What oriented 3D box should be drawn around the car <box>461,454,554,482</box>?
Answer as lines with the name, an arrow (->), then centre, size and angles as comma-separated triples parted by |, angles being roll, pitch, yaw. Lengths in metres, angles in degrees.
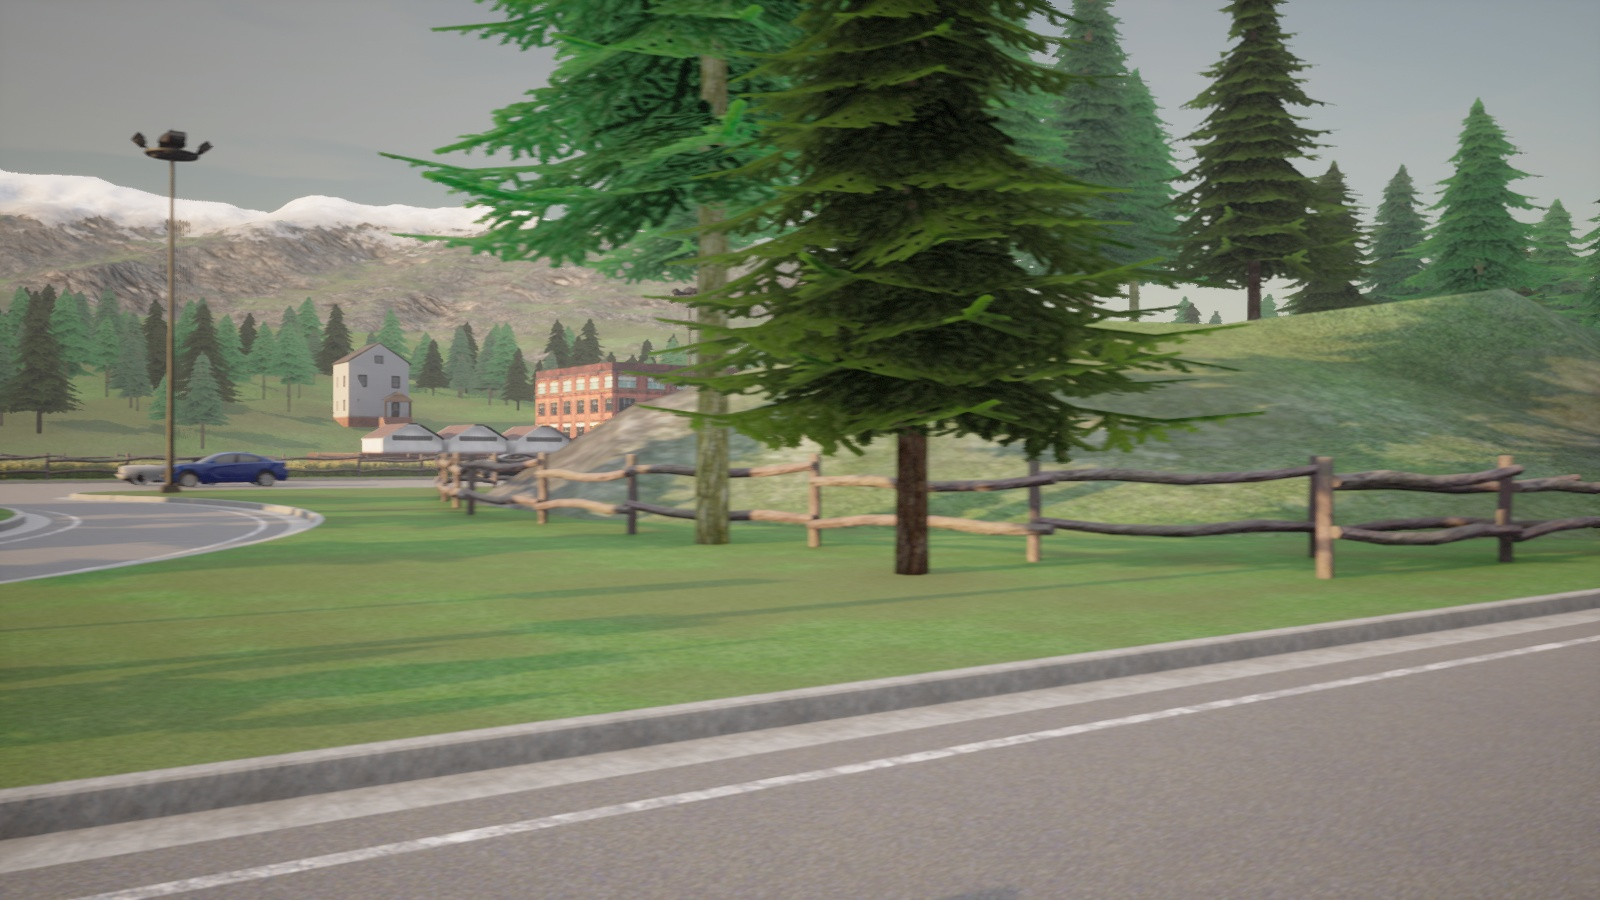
car -> -15.996, 0.957, 68.754 | 4.514, 1.525, 2.007 | 0, 0, -35

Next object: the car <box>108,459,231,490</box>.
car -> -28.139, 1.064, 56.095 | 4.718, 1.301, 1.895 | 0, 0, -35

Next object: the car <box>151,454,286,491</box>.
car -> -24.985, 0.932, 54.021 | 5.008, 1.535, 1.882 | 0, 0, -35
